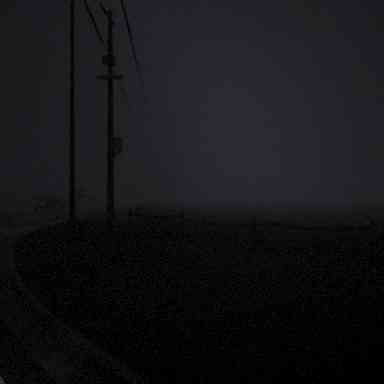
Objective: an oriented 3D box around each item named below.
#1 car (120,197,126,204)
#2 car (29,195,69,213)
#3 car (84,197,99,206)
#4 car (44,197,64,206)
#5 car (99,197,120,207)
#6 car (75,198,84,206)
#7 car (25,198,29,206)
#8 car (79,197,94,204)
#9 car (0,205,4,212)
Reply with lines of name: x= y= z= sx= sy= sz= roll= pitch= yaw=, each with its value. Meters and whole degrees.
car: x=-15.412 y=1.800 z=71.356 sx=1.882 sy=1.535 sz=5.008 roll=0 pitch=0 yaw=-4
car: x=-16.717 y=1.415 z=39.387 sx=2.150 sy=2.045 sz=5.566 roll=0 pitch=0 yaw=-4
car: x=-18.288 y=1.639 z=61.874 sx=2.097 sy=1.767 sz=4.553 roll=0 pitch=0 yaw=-4
car: x=-25.258 y=1.775 z=61.209 sx=1.882 sy=1.535 sz=5.008 roll=0 pitch=0 yaw=-3
car: x=-14.477 y=1.773 z=58.640 sx=1.837 sy=1.490 sz=4.892 roll=0 pitch=0 yaw=-4
car: x=-21.691 y=1.834 z=60.152 sx=2.033 sy=1.411 sz=5.357 roll=0 pitch=0 yaw=-4
car: x=-28.735 y=1.808 z=60.711 sx=1.837 sy=1.490 sz=4.892 roll=0 pitch=0 yaw=-4
car: x=-22.376 y=1.716 z=70.550 sx=1.994 sy=1.385 sz=4.181 roll=0 pitch=0 yaw=-4
car: x=-23.685 y=1.766 z=38.678 sx=1.994 sy=1.385 sz=4.181 roll=0 pitch=0 yaw=-4
